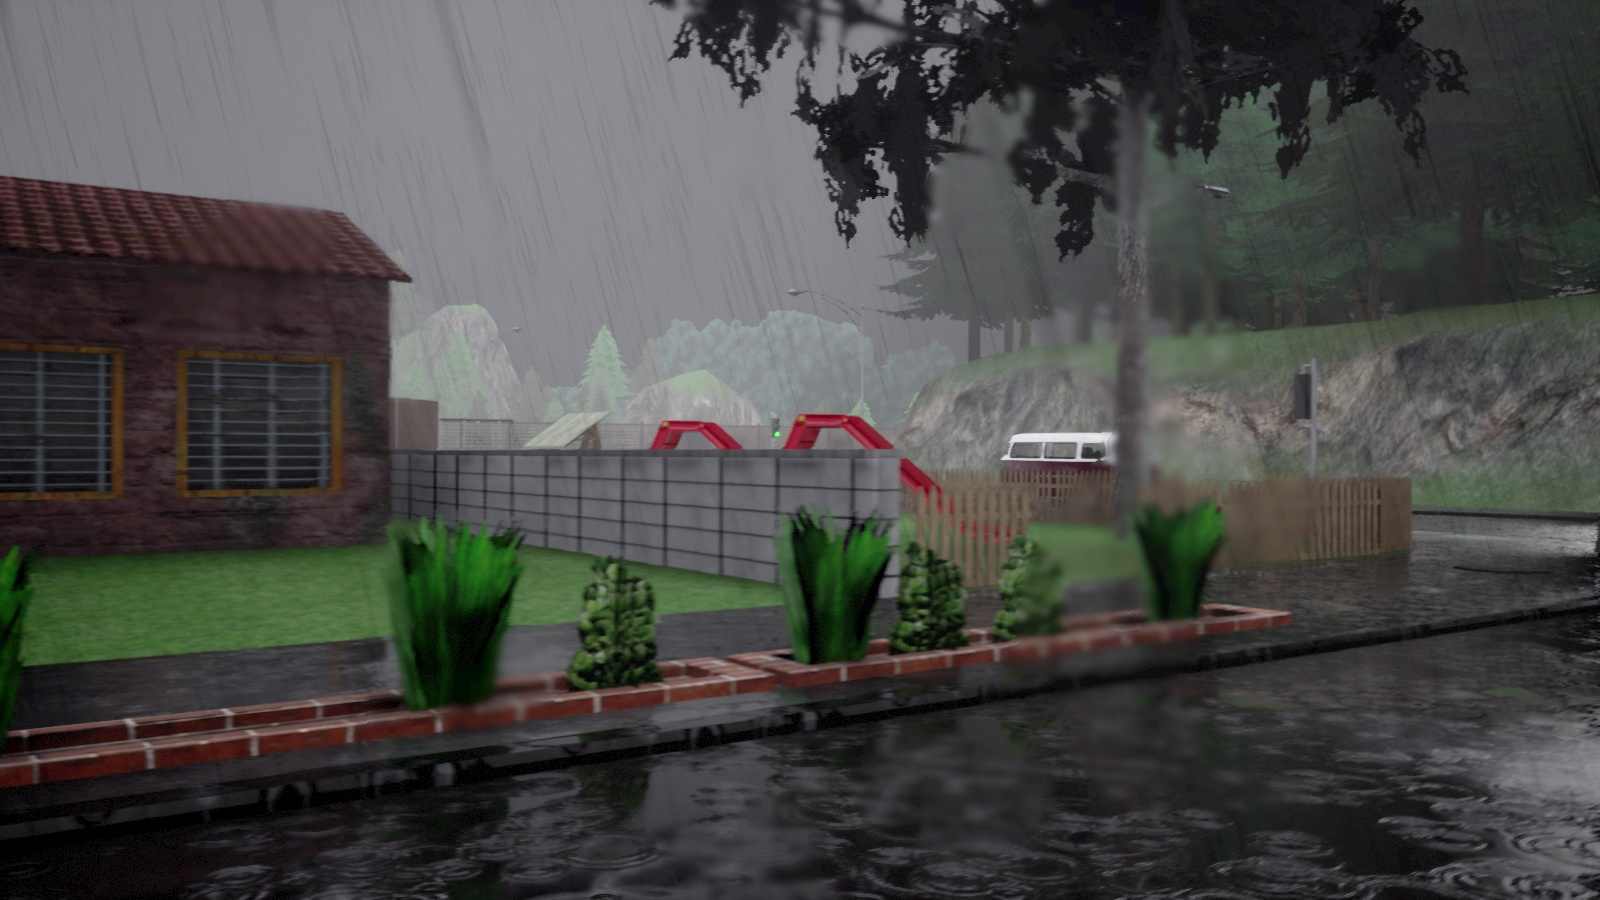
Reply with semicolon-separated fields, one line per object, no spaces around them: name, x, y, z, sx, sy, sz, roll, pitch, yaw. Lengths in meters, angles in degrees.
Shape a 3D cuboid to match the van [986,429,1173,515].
van;7.134;0.533;32.439;2.069;2.038;4.480;0;0;-35
